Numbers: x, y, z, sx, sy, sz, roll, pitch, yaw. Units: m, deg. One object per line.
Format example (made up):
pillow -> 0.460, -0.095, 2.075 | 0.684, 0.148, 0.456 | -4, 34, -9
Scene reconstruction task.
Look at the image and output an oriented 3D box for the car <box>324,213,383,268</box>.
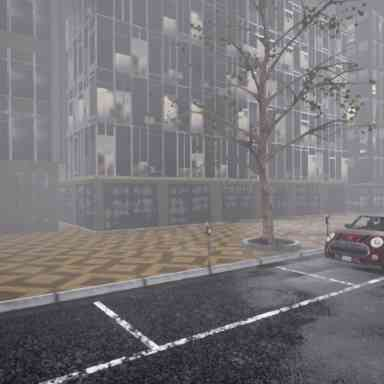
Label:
car -> 6.183, 1.437, 10.984 | 4.097, 1.590, 1.967 | 0, 0, -36
